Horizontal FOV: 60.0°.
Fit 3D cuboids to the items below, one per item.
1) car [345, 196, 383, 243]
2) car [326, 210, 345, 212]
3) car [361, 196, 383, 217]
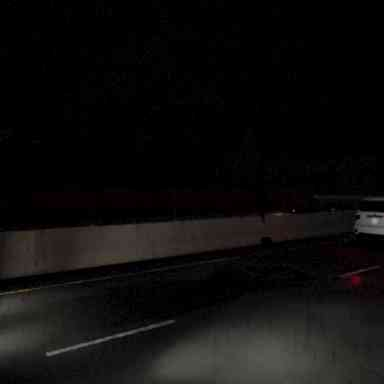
[{"bbox_3d":[9.426,1.214,14.832,5.566,2.045,2.150,0,0,-37],"label":"car"},{"bbox_3d":[14.219,1.534,32.837,5.357,1.411,2.033,0,0,-45],"label":"car"},{"bbox_3d":[17.992,1.338,31.789,2.097,1.767,4.553,0,0,44],"label":"car"}]
